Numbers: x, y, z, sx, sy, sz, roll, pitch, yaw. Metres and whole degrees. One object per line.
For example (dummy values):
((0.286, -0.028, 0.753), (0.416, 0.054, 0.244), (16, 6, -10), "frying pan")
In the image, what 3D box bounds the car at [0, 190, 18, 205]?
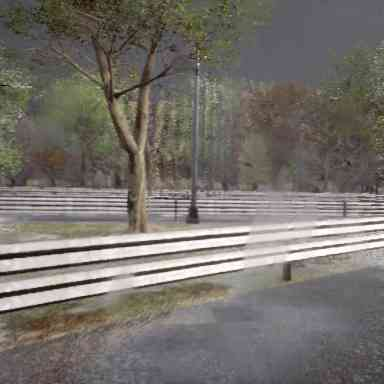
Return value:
((-17.728, 0.362, 29.634), (4.181, 1.385, 1.994), (1, 2, -8), "car")

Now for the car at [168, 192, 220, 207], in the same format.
((0.140, 0.721, 32.048), (4.718, 1.301, 1.895), (1, 2, -8), "car")

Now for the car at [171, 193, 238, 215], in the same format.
((1.071, 0.971, 25.117), (4.718, 1.301, 1.895), (1, 2, -8), "car")

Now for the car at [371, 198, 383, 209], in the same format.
((19.483, 1.121, 31.128), (5.357, 1.411, 2.033), (1, 2, -8), "car")
